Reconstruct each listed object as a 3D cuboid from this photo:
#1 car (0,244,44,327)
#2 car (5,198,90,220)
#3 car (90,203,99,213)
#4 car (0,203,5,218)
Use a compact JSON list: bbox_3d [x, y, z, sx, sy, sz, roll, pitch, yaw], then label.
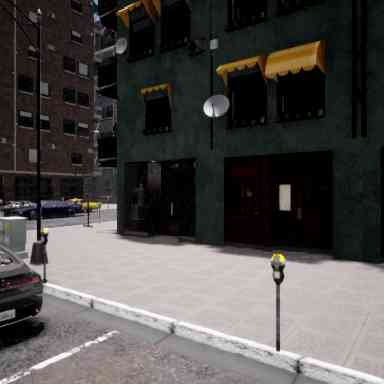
[{"bbox_3d":[-4.458,1.551,6.072,4.403,1.369,2.008,0,0,36],"label":"car"},{"bbox_3d":[-11.020,1.327,25.778,2.033,1.411,5.357,0,1,39],"label":"car"},{"bbox_3d":[-10.874,1.250,30.522,1.752,1.417,4.829,1,1,35],"label":"car"},{"bbox_3d":[-13.974,1.350,26.105,2.008,1.369,4.403,1,1,35],"label":"car"}]
